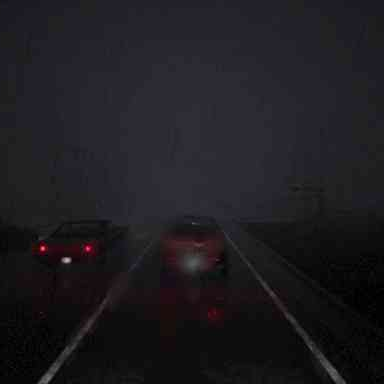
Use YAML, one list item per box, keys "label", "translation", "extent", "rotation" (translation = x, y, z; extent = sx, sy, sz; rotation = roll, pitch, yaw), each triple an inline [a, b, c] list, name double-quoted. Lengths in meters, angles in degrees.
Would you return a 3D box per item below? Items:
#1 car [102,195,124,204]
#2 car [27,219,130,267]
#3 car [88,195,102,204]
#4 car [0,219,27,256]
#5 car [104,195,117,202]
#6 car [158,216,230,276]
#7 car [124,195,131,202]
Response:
- label: "car"
  translation: [-15.004, 1.277, 63.434]
  extent: [2.097, 1.767, 4.553]
  rotation: [0, 0, 0]
- label: "car"
  translation: [-3.435, 1.587, 11.374]
  extent: [1.895, 1.301, 4.718]
  rotation: [0, 0, 0]
- label: "car"
  translation: [-18.502, 1.402, 64.048]
  extent: [1.882, 1.535, 5.008]
  rotation: [0, 0, 0]
- label: "car"
  translation: [-6.940, 1.534, 10.714]
  extent: [2.033, 1.411, 5.357]
  rotation: [0, 0, 0]
- label: "car"
  translation: [-18.503, 1.432, 75.765]
  extent: [1.812, 1.442, 4.674]
  rotation: [0, 0, 0]
- label: "car"
  translation: [0.057, 1.479, 10.289]
  extent: [2.128, 1.511, 4.902]
  rotation: [0, 0, 0]
- label: "car"
  translation: [-15.003, 1.461, 75.461]
  extent: [1.994, 1.385, 4.181]
  rotation: [0, 0, 0]
